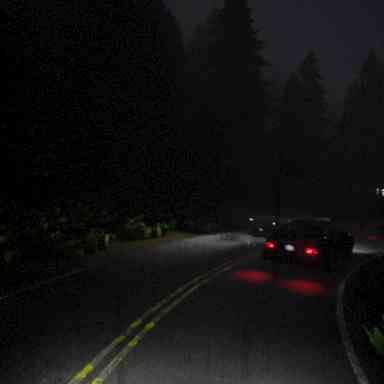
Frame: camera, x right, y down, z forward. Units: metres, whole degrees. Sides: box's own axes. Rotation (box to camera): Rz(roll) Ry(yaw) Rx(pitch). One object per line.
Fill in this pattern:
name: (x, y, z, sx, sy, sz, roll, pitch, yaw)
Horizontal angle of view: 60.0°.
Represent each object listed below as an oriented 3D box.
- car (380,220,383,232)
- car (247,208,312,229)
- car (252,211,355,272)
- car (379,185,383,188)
car: (12.689, 1.765, 17.865, 5.357, 1.411, 2.033, 1, 4, -21)
car: (5.104, 1.512, 17.346, 4.718, 1.301, 1.895, 0, 4, -36)
car: (4.198, 1.648, 11.468, 2.033, 1.411, 5.357, 4, 2, 35)
car: (32.636, -1.293, 56.929, 1.994, 1.385, 4.181, 5, 7, 41)
